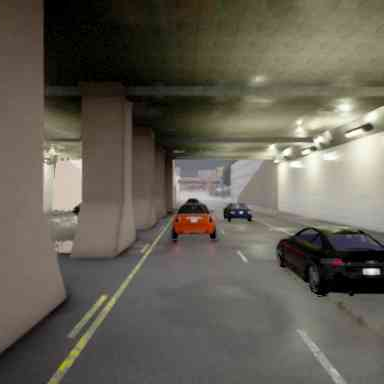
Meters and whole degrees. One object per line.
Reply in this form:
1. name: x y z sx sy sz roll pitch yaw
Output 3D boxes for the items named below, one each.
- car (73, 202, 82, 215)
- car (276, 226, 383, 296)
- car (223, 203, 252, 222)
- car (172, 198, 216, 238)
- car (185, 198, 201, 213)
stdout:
1. car: -10.600 1.560 34.516 2.033 1.411 5.357 0 0 0
2. car: 3.599 1.567 8.676 1.994 1.385 4.181 0 0 0
3. car: 3.597 1.557 26.805 2.033 1.411 5.357 0 0 0
4. car: 0.098 1.358 17.704 2.097 1.767 4.553 0 0 0
5. car: 0.097 1.518 39.109 1.837 1.490 4.892 0 0 0
